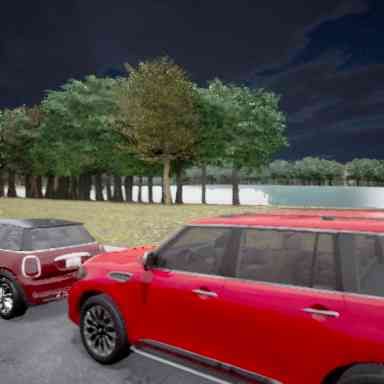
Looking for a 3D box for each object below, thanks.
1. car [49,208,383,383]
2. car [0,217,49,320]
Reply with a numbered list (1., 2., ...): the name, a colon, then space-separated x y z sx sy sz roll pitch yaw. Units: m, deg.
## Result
1. car: 0.814 1.233 4.181 5.566 2.045 2.150 0 0 36
2. car: -4.013 1.366 7.637 4.553 1.767 2.097 0 0 36
